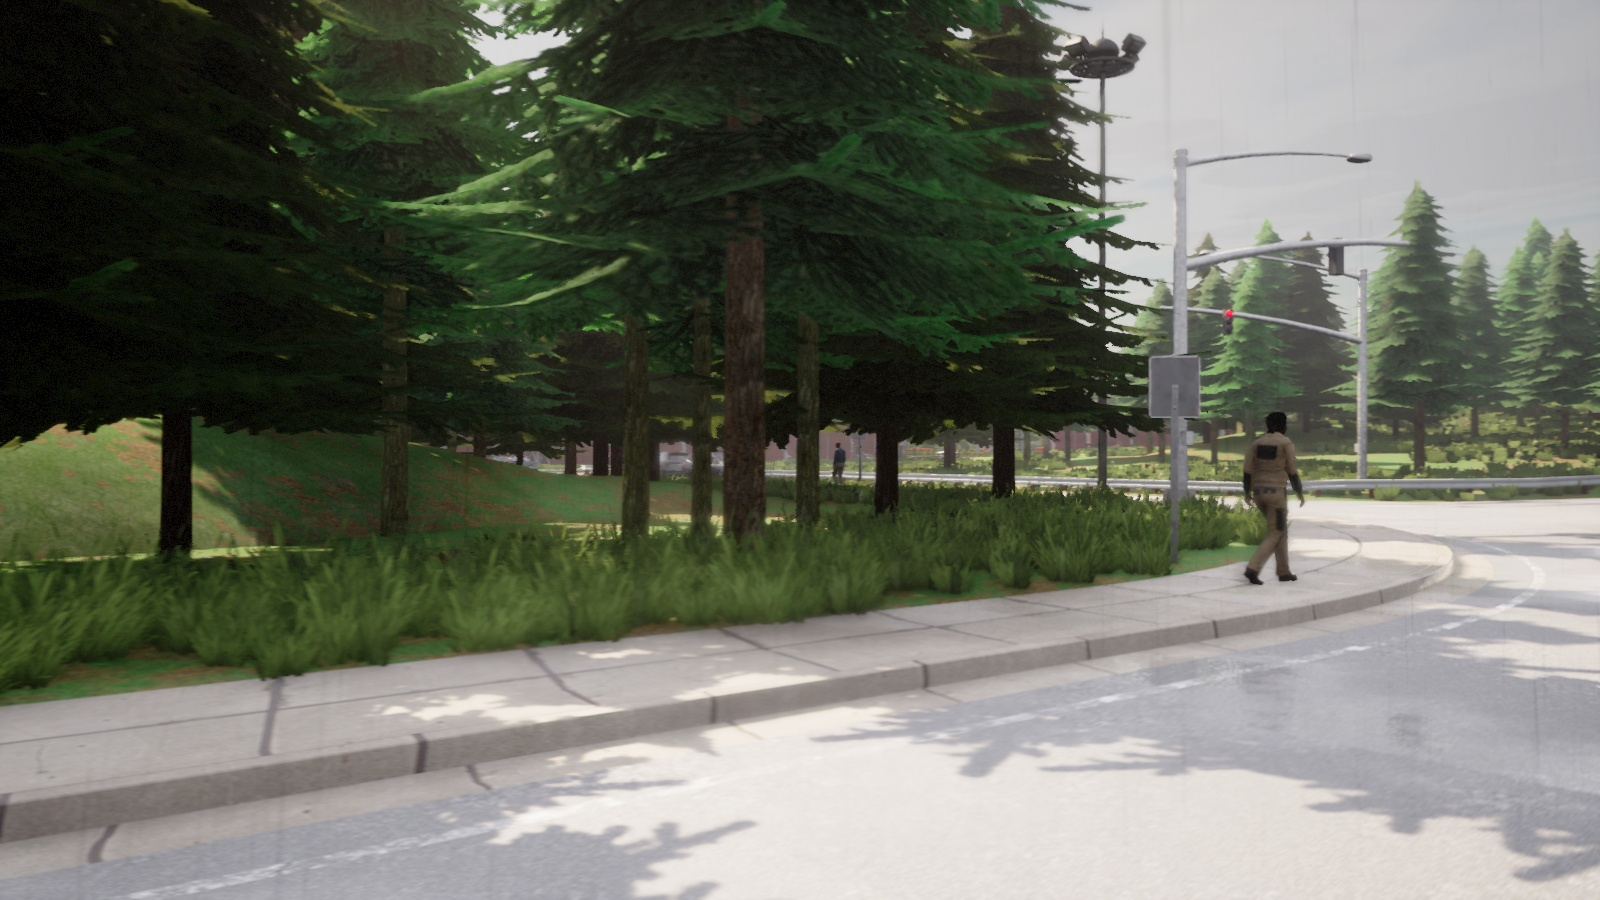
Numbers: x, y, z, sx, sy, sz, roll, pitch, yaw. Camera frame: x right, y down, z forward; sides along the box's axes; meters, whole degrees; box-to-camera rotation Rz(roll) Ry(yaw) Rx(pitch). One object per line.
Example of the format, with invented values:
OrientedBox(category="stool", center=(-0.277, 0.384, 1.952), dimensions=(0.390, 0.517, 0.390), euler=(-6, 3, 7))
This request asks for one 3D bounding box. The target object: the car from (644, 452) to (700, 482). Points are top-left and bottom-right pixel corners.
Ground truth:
OrientedBox(category="car", center=(-7.293, 0.933, 71.236), dimensions=(2.033, 1.649, 4.856), euler=(0, 0, -20))

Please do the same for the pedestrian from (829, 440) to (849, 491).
OrientedBox(category="pedestrian", center=(1.412, 0.554, 45.155), dimensions=(0.370, 1.835, 0.726), euler=(0, 0, -33))

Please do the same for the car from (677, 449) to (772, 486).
OrientedBox(category="car", center=(-3.554, 0.795, 58.467), dimensions=(2.242, 1.667, 4.611), euler=(0, 0, -37))

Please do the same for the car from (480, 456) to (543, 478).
OrientedBox(category="car", center=(-19.473, 1.129, 84.656), dimensions=(2.033, 1.411, 5.357), euler=(0, 0, -38))

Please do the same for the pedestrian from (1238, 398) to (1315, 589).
OrientedBox(category="pedestrian", center=(4.943, 0.437, 13.027), dimensions=(0.692, 1.930, 0.396), euler=(0, 0, -30))
